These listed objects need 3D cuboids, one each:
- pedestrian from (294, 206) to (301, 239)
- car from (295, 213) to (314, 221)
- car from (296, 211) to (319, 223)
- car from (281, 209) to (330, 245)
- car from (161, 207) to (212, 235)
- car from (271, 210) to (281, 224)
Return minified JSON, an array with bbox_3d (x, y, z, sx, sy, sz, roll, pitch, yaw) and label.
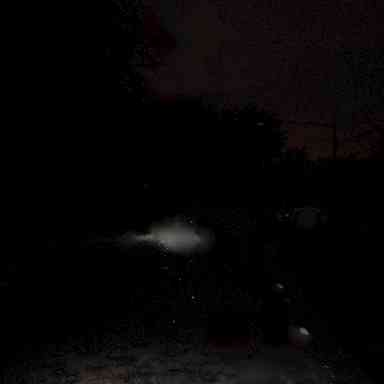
[{"bbox_3d":[5.882,1.672,18.576,0.375,1.860,0.375,4,-3,2],"label":"pedestrian"},{"bbox_3d":[18.847,4.188,55.682,1.895,1.301,4.718,1,-4,33],"label":"car"},{"bbox_3d":[15.540,3.346,44.623,1.837,1.490,4.892,1,-3,33],"label":"car"},{"bbox_3d":[5.561,1.564,16.298,1.970,1.475,3.806,2,-1,15],"label":"car"},{"bbox_3d":[-0.185,1.549,18.504,1.994,1.385,4.181,2,-1,16],"label":"car"},{"bbox_3d":[9.555,2.582,34.200,1.994,1.385,4.181,1,-3,28],"label":"car"}]
